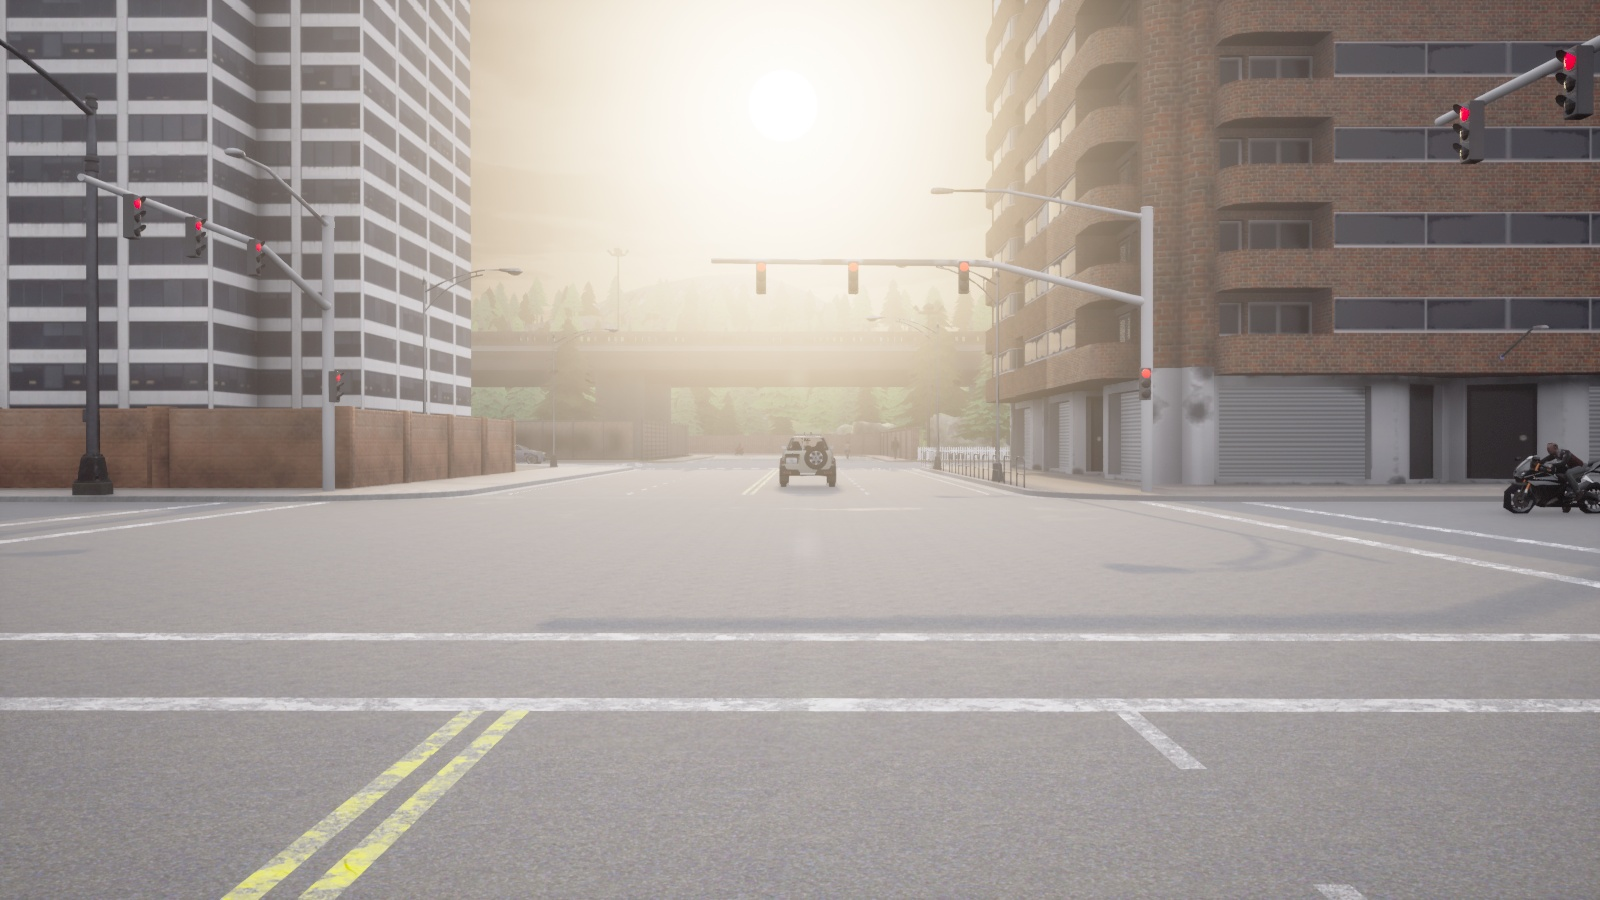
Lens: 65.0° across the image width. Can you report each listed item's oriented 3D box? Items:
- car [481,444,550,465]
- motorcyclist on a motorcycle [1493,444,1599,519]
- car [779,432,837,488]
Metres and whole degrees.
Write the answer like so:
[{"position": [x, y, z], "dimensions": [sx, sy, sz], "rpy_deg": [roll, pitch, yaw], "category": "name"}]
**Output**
[{"position": [-18.803, 0.271, 83.105], "dimensions": [4.181, 1.385, 1.994], "rpy_deg": [0, 0, 0], "category": "car"}, {"position": [15.862, 0.646, 26.328], "dimensions": [2.191, 1.530, 0.866], "rpy_deg": [0, 0, 1], "category": "motorcyclist on a motorcycle"}, {"position": [0.271, 0.315, 43.950], "dimensions": [1.932, 1.855, 4.605], "rpy_deg": [0, 0, 0], "category": "car"}]
